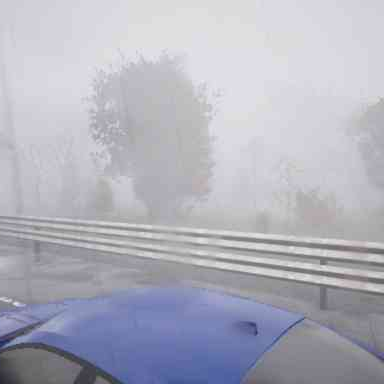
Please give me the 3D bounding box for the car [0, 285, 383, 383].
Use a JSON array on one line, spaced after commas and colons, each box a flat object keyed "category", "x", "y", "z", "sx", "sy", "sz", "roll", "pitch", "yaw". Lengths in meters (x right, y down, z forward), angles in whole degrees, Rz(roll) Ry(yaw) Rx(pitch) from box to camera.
[{"category": "car", "x": -0.376, "y": 1.478, "z": 2.326, "sx": 5.008, "sy": 1.535, "sz": 1.882, "roll": 0, "pitch": 0, "yaw": 35}]
